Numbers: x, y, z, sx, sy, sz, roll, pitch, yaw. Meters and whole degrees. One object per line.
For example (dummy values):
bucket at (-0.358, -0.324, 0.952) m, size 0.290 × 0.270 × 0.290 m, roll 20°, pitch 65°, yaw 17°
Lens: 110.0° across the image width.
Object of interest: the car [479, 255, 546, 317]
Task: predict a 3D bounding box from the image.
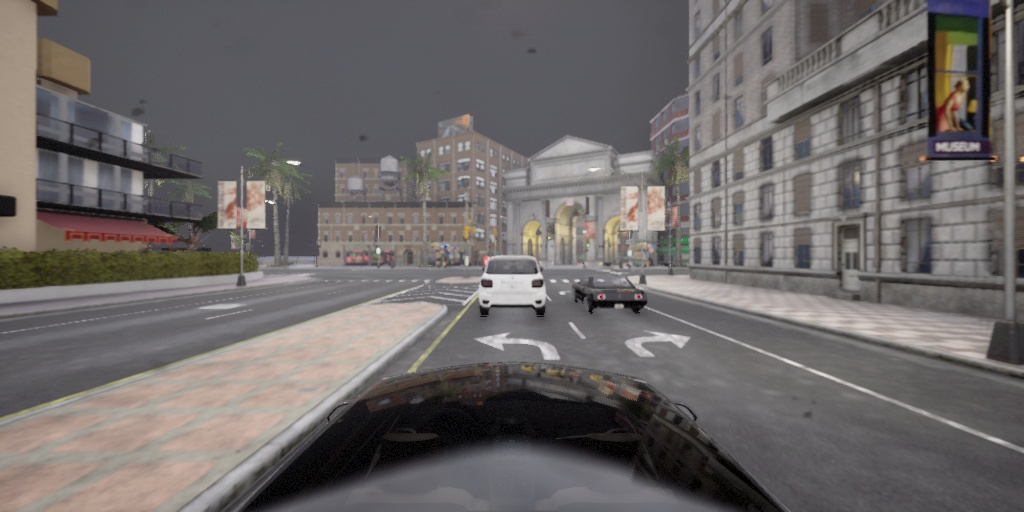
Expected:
car at (0.026, 0.985, 13.416) m, size 2.150 × 2.045 × 5.566 m, roll 0°, pitch 0°, yaw 0°

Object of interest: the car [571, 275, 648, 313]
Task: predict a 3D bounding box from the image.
car at (3.531, 1.364, 13.957) m, size 1.895 × 1.301 × 4.718 m, roll 0°, pitch 0°, yaw 1°
